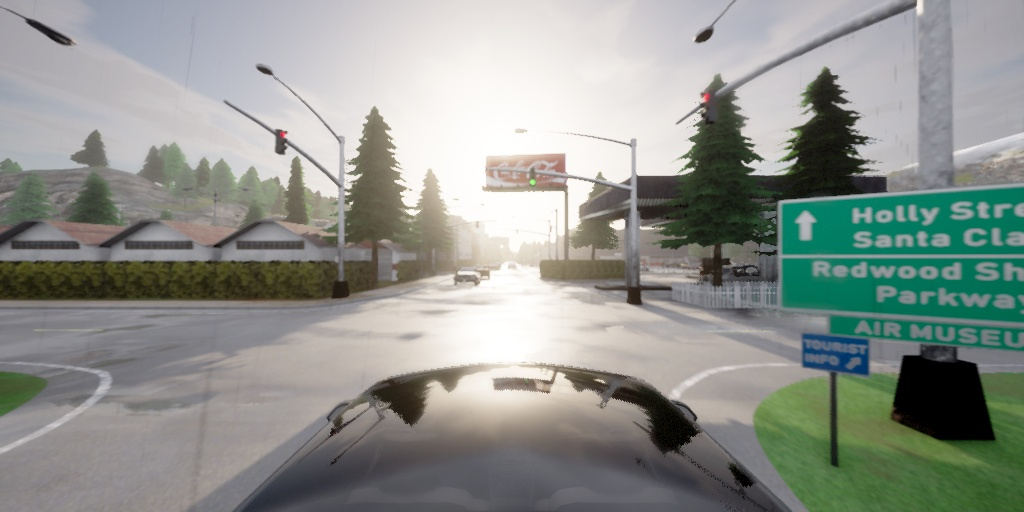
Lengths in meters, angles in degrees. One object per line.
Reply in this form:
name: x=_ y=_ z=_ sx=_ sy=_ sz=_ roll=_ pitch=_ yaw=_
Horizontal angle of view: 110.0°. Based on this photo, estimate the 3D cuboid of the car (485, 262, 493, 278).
car: x=-3.320 y=1.680 z=39.701 sx=1.882 sy=1.535 sz=5.008 roll=0 pitch=-2 yaw=-3

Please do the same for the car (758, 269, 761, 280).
car: x=35.486 y=1.976 z=46.368 sx=5.357 sy=1.411 sz=2.033 roll=0 pitch=-1 yaw=0

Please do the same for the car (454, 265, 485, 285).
car: x=-3.562 y=1.590 z=29.410 sx=1.812 sy=1.442 sz=4.674 roll=1 pitch=-1 yaw=0
